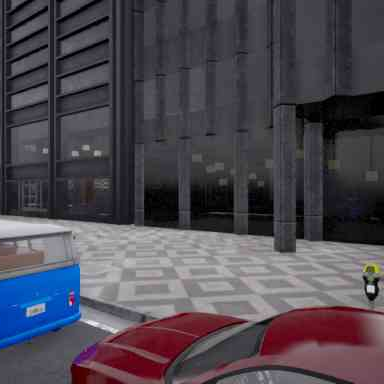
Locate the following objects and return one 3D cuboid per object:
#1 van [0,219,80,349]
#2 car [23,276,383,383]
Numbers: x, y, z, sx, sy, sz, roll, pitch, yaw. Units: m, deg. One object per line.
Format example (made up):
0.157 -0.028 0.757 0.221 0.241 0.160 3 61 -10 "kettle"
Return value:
-3.593 1.341 5.531 3.998 1.788 1.690 0 0 36 "van"
0.971 1.545 2.272 4.507 1.381 1.887 0 0 36 "car"
